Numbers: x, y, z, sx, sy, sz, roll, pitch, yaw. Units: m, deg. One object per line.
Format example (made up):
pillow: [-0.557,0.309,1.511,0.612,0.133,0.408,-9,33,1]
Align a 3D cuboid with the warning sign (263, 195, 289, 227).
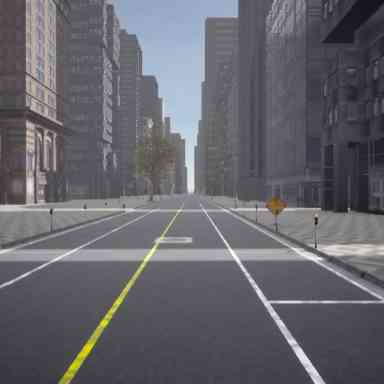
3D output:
warning sign: [5.068,1.113,20.075,1.300,1.860,1.060,0,0,0]
